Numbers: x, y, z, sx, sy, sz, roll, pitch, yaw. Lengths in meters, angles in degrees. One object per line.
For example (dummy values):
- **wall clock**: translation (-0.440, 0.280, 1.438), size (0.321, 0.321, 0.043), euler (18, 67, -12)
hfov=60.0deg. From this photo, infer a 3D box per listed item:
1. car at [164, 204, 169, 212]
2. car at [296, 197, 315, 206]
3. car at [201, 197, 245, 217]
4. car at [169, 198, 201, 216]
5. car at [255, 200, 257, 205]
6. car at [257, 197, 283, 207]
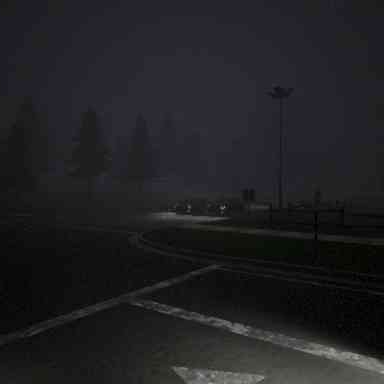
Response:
- **car**: translation (-0.889, 1.547, 37.776), size (2.033, 1.411, 5.357), euler (0, 0, 35)
- **car**: translation (18.228, 1.547, 52.711), size (2.033, 1.411, 5.357), euler (0, 0, 36)
- **car**: translation (3.173, 1.352, 31.381), size (2.097, 1.767, 4.553), euler (0, 0, 35)
- **car**: translation (0.210, 1.352, 33.249), size (2.097, 1.767, 4.553), euler (0, 0, 35)
- **car**: translation (12.408, 1.525, 56.611), size (1.812, 1.442, 4.674), euler (0, 0, 36)
- **car**: translation (12.165, 1.478, 50.231), size (1.882, 1.535, 5.008), euler (0, 0, 35)
